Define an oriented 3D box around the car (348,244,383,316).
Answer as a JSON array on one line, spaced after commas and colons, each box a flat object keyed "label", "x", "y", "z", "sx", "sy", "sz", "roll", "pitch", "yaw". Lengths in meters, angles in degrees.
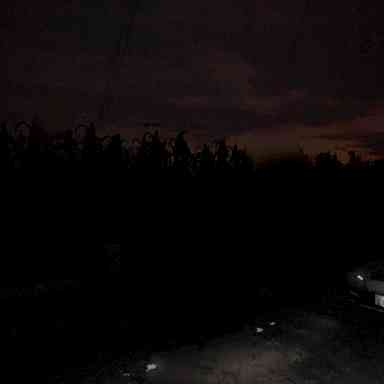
[{"label": "car", "x": 5.081, "y": 1.475, "z": 6.705, "sx": 4.902, "sy": 1.511, "sz": 2.128, "roll": 0, "pitch": 0, "yaw": -36}]
